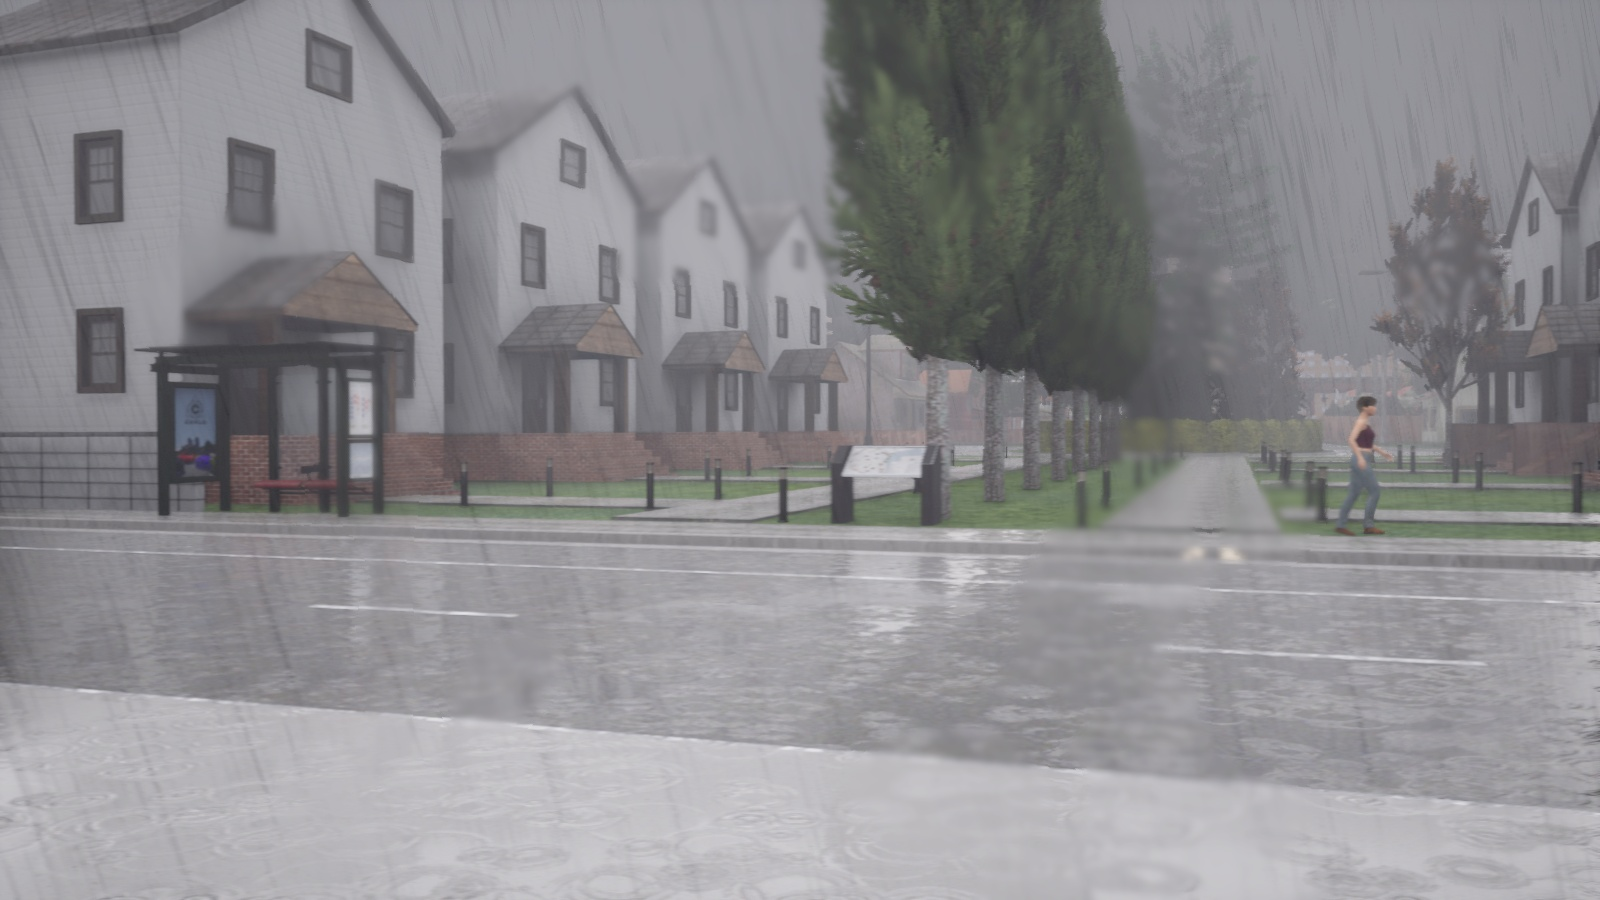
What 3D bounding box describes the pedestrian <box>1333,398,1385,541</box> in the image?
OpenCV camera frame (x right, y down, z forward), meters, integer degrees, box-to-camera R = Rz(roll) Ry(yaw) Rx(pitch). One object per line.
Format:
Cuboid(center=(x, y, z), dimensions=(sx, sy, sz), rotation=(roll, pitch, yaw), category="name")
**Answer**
Cuboid(center=(7.295, 0.247, 16.385), dimensions=(0.594, 1.836, 0.345), rotation=(1, 1, 26), category="pedestrian")
